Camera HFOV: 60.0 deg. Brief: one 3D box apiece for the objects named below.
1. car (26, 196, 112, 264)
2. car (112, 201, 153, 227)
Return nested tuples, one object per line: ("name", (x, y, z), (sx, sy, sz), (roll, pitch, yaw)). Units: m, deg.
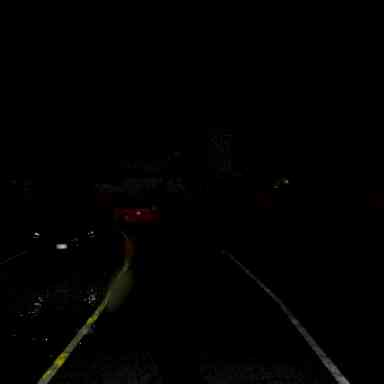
("car", (-4.309, 1.228, 12.356), (2.150, 2.045, 5.566), (0, 0, -12))
("car", (-4.354, 1.407, 23.555), (2.097, 1.767, 4.553), (0, -1, -24))
